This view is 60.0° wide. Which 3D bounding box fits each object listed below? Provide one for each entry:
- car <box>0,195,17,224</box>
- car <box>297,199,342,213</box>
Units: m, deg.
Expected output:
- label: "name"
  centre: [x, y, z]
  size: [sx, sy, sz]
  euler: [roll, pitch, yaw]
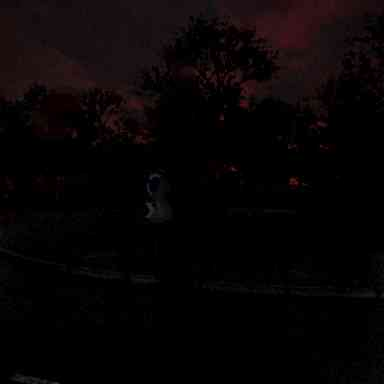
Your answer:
- label: "car"
  centre: [-13.865, 1.252, 22.187]
  size: [2.150, 2.045, 5.566]
  euler: [-1, 0, -2]
- label: "car"
  centre: [14.410, 1.556, 37.716]
  size: [4.902, 1.511, 2.128]
  euler: [-1, -1, 36]
